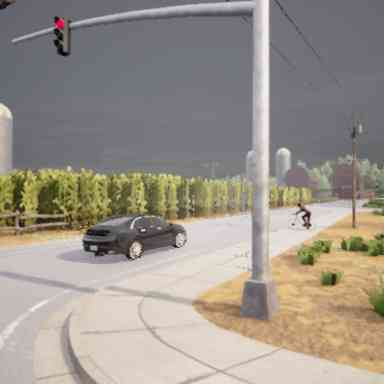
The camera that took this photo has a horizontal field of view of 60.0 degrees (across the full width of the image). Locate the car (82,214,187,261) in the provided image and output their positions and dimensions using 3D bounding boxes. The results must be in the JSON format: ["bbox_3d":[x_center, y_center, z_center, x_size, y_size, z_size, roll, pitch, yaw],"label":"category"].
[{"bbox_3d":[-2.010,1.607,12.999,1.837,1.490,4.892,-2,-1,30],"label":"car"}]

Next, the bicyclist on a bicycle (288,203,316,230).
[{"bbox_3d":[6.527,1.475,19.746,1.656,1.620,0.582,0,-1,30],"label":"bicyclist on a bicycle"}]
